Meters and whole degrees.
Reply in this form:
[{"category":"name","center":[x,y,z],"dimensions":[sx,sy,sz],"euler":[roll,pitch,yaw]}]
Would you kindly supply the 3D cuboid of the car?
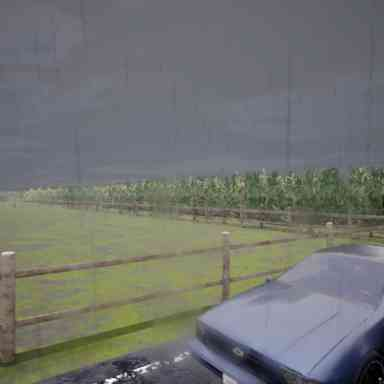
[{"category":"car","center":[2.573,1.550,4.905],"dimensions":[5.357,1.411,2.033],"euler":[0,0,-36]}]
